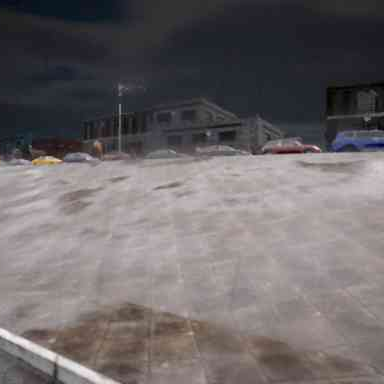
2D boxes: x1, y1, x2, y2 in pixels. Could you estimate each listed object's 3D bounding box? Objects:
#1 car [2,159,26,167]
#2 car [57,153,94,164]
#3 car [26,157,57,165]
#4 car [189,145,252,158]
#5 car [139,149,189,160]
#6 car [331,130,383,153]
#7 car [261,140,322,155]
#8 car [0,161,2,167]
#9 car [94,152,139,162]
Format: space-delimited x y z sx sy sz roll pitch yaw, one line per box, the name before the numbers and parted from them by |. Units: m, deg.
car | -21.480 -3.424 42.012 4.674 1.452 2.002 1 0 33
car | -12.012 -3.493 36.271 4.553 1.767 2.185 1 0 31
car | -16.767 -3.416 39.085 5.008 1.535 2.097 1 0 32
car | 2.683 -3.219 28.410 4.892 1.521 2.231 1 0 27
car | -2.150 -3.229 30.866 4.674 1.452 2.002 1 0 28
car | 12.866 -3.310 23.633 5.566 2.045 2.435 1 1 25
car | 7.765 -3.275 25.970 4.553 1.767 2.185 1 0 26
car | -26.130 -3.507 45.039 4.892 1.521 2.231 0 0 34
car | -7.016 -3.287 33.472 4.792 1.488 2.163 1 0 29
